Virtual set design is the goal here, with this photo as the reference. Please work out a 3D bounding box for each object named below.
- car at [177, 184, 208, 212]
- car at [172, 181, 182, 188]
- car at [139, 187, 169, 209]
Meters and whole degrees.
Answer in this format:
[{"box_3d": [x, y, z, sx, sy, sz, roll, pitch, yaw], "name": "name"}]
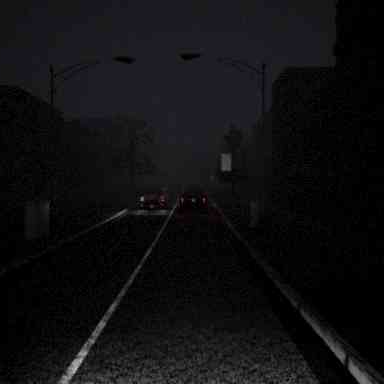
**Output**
[{"box_3d": [0.102, 0.530, 26.044, 2.097, 1.767, 4.553, 0, 3, 0], "name": "car"}, {"box_3d": [-3.000, -1.486, 68.040, 1.994, 1.385, 4.181, 0, 3, 0], "name": "car"}, {"box_3d": [-3.094, 0.434, 27.864, 2.097, 1.767, 4.553, 0, 3, 0], "name": "car"}]
